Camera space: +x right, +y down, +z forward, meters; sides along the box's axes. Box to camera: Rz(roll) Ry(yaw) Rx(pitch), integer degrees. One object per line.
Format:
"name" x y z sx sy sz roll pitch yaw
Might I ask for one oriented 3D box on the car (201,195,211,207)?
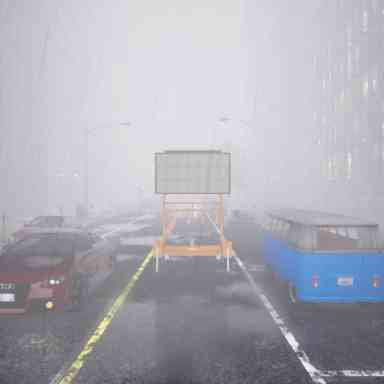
"car" 2.788 1.544 47.545 2.008 1.369 4.403 0 0 0

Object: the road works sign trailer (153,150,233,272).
"road works sign trailer" 0.022 0.464 10.723 2.380 3.560 2.880 0 0 0

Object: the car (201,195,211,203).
"car" 2.834 1.401 70.314 1.967 1.590 4.097 0 0 0

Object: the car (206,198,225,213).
"car" 2.764 1.581 36.160 1.802 1.307 4.206 0 0 0

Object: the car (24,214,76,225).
"car" -5.663 1.582 13.410 1.802 1.307 4.206 0 0 0

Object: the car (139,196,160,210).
"car" -5.605 1.548 41.873 2.008 1.369 4.403 0 0 0

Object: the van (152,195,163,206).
"van" -5.581 1.328 53.258 1.690 1.788 3.998 0 0 0

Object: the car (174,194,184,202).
"car" -2.850 1.308 73.479 2.097 1.767 4.553 0 0 0

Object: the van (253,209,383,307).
"van" 2.706 1.341 7.698 1.690 1.788 3.998 0 0 0

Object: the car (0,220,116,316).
"car" -3.085 1.564 7.518 1.994 1.385 4.181 0 0 0

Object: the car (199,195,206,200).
"car" 2.881 1.462 93.085 1.887 1.381 4.507 0 0 0

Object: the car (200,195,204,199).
"car" 2.799 1.538 53.237 2.008 1.369 4.403 0 0 0

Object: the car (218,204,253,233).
"car" 2.729 1.581 19.082 1.802 1.307 4.206 0 0 0

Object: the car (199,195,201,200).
"car" 2.823 1.410 64.622 1.967 1.590 4.097 0 0 0
